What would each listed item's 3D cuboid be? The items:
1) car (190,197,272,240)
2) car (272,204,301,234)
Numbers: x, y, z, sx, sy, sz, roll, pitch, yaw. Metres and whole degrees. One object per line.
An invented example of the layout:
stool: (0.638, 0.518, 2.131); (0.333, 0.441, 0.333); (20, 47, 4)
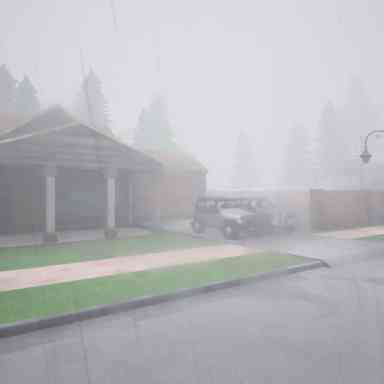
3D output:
car: (1.575, 1.176, 15.957); (1.905, 1.878, 3.866); (0, 0, -36)
car: (3.394, 1.174, 17.735); (1.932, 1.855, 4.605); (0, 0, -36)
